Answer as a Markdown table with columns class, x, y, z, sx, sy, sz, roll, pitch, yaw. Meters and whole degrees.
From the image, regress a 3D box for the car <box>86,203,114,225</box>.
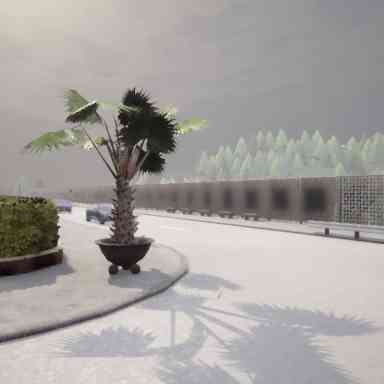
| class | x | y | z | sx | sy | sz | roll | pitch | yaw |
| --- | --- | --- | --- | --- | --- | --- | --- | --- | --- |
| car | -6.382 | 1.525 | 24.413 | 1.812 | 1.442 | 4.674 | 0 | 0 | -36 |

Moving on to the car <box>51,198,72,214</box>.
| class | x | y | z | sx | sy | sz | roll | pitch | yaw |
| --- | --- | --- | --- | --- | --- | --- | --- | --- | --- |
| car | -14.305 | 1.478 | 35.594 | 1.882 | 1.535 | 5.008 | 0 | 1 | -35 |

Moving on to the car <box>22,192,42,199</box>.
| class | x | y | z | sx | sy | sz | roll | pitch | yaw |
| --- | --- | --- | --- | --- | --- | --- | --- | --- | --- |
| car | -23.244 | 0.943 | 48.392 | 2.150 | 2.045 | 5.566 | 0 | 0 | -35 |
